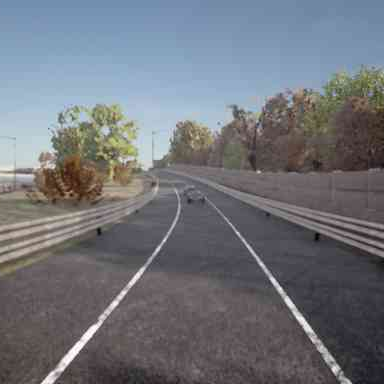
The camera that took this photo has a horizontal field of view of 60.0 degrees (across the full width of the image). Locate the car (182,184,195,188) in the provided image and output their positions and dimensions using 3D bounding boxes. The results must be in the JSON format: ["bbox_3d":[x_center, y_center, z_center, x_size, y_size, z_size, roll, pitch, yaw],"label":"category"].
[{"bbox_3d":[-0.310,-0.333,48.244,1.837,1.490,4.892,0,5,-5],"label":"car"}]

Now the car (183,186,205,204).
[{"bbox_3d":[0.376,0.486,36.744,2.128,1.511,4.902,0,4,-3],"label":"car"}]
